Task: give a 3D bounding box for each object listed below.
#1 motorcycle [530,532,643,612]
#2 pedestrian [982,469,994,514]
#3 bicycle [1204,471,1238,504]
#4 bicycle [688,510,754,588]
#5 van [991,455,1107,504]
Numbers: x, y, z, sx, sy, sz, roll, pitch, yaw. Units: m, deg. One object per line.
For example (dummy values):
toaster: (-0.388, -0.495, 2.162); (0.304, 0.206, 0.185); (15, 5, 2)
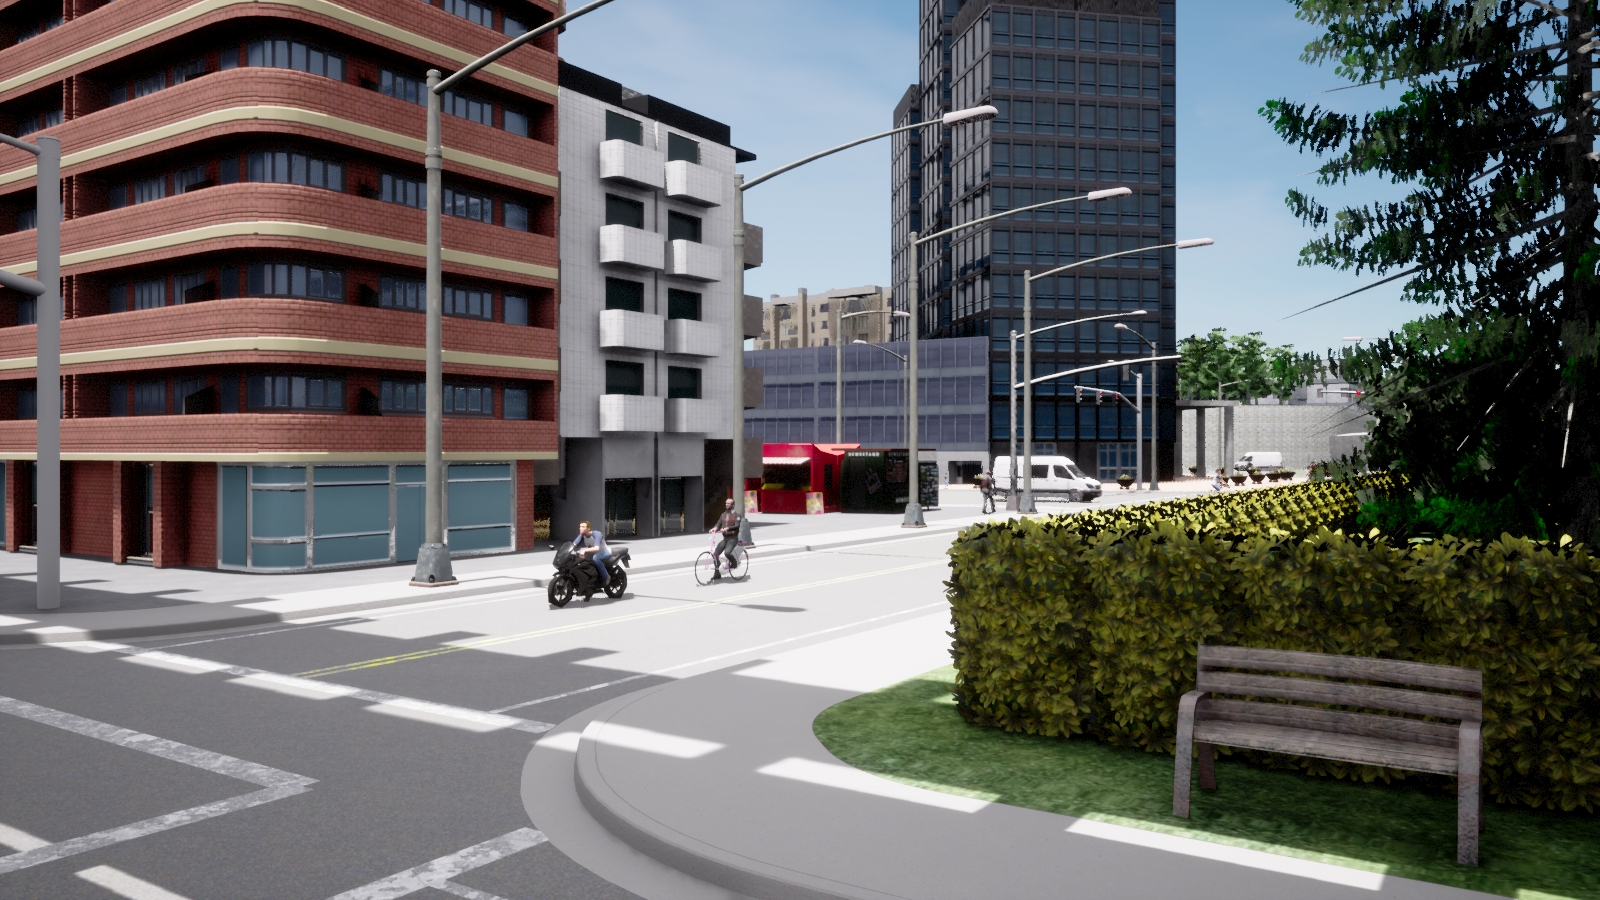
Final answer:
motorcycle: (-3.850, 2.174, 20.756); (0.803, 1.224, 2.033); (0, 0, 34)
pedestrian: (7.765, 1.705, 47.177); (0.375, 1.860, 0.375); (0, 0, 43)
bicycle: (22.102, 1.972, 60.020); (1.643, 1.717, 0.373); (0, -2, -2)
bicycle: (-1.641, 2.048, 23.979); (0.329, 1.496, 1.835); (0, 0, 34)
van: (13.719, 1.605, 63.176); (5.915, 2.561, 1.988); (-1, 0, 33)
